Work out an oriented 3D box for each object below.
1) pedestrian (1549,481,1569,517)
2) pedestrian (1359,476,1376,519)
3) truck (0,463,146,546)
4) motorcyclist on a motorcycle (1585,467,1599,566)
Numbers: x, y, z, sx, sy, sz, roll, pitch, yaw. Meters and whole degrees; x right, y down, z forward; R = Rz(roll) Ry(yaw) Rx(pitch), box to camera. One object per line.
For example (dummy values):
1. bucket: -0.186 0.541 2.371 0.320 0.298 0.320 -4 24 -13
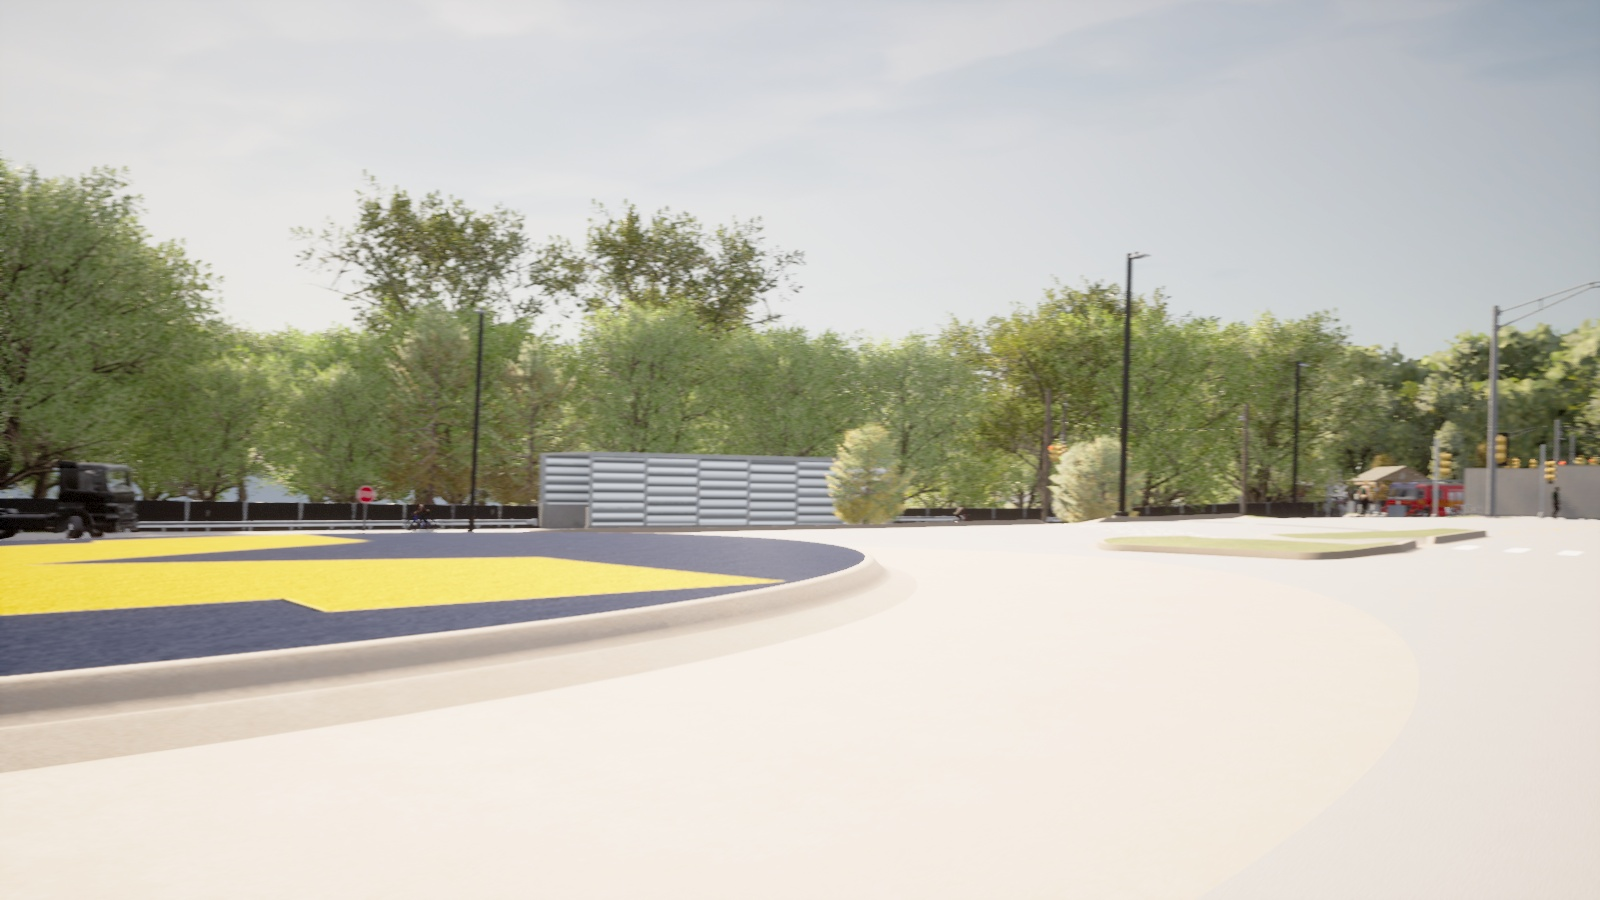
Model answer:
1. pedestrian: 41.744 2.714 69.050 0.423 1.949 0.788 3 -2 -28
2. pedestrian: 24.580 2.070 54.398 0.594 1.836 0.345 3 -2 -23
3. truck: -32.847 2.301 53.872 7.936 3.462 2.891 1 -1 -8
4. motorcyclist on a motorcycle: 14.408 1.143 21.445 2.350 1.649 0.766 2 -1 -33
